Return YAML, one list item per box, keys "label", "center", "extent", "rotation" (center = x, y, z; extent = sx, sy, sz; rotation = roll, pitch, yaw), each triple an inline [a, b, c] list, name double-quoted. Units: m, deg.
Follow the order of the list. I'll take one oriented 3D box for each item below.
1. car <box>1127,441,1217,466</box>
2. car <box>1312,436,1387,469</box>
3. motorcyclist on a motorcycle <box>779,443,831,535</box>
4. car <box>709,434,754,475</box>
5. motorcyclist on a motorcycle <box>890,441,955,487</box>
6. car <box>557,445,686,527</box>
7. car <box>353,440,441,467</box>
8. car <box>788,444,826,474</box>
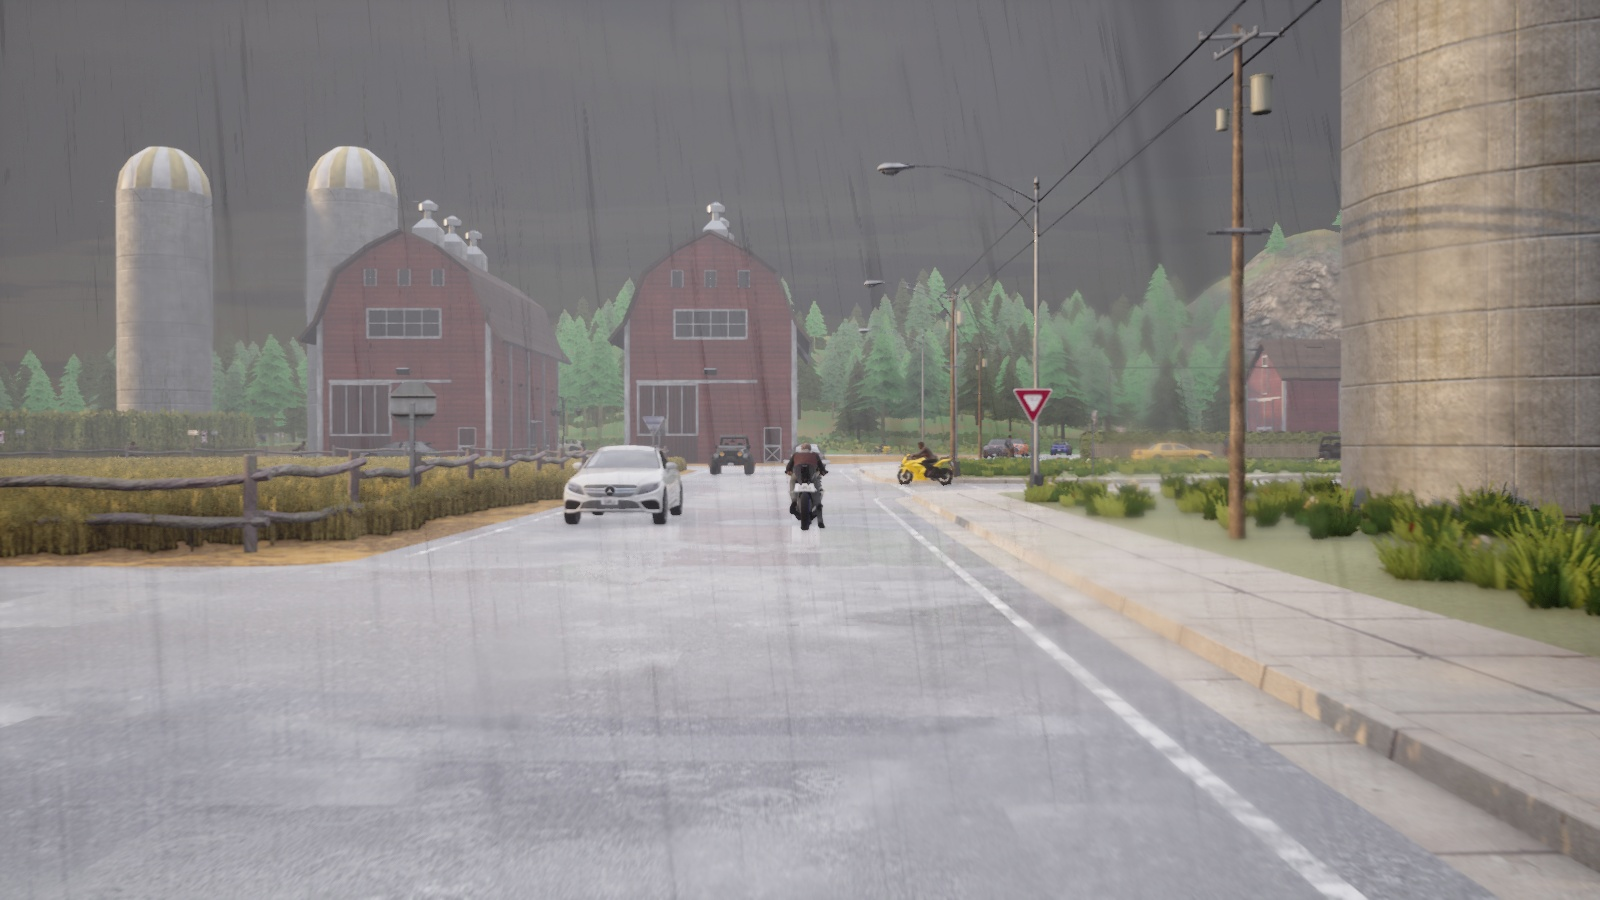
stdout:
- label: "car"
  center: [24.381, 0.216, 82.393]
  extent: [5.366, 1.575, 1.801]
  rotation: [0, 0, 0]
- label: "car"
  center: [31.678, 0.138, 72.464]
  extent: [1.905, 1.878, 3.866]
  rotation: [0, 0, -17]
- label: "motorcyclist on a motorcycle"
  center: [0.106, 0.650, 22.131]
  extent: [0.866, 1.530, 2.191]
  rotation: [0, 0, 2]
- label: "car"
  center: [-3.165, 0.190, 58.912]
  extent: [1.905, 1.878, 3.866]
  rotation: [0, 0, 0]
- label: "motorcyclist on a motorcycle"
  center: [4.188, 0.477, 42.935]
  extent: [2.044, 1.523, 0.797]
  rotation: [0, -2, 20]
- label: "car"
  center: [-3.346, 0.625, 24.392]
  extent: [1.812, 1.442, 4.674]
  rotation: [0, 0, 0]
- label: "car"
  center: [-24.944, 0.194, 77.872]
  extent: [4.856, 1.649, 2.033]
  rotation: [0, 0, -3]
- label: "car"
  center: [0.344, 0.400, 62.651]
  extent: [1.812, 1.442, 4.674]
  rotation: [0, 0, 0]
